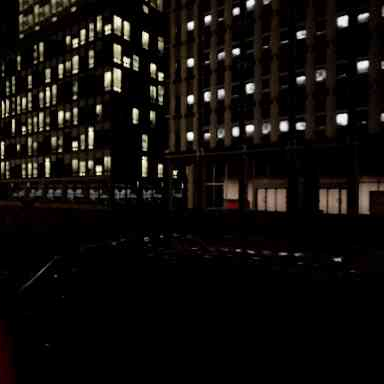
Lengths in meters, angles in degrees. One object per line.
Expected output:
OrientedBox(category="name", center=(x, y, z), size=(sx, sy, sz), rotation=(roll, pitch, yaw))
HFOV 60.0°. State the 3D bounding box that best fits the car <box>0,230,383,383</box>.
OrientedBox(category="car", center=(-0.341, 1.313, 3.110), size=(5.009, 1.841, 2.192), rotation=(0, 0, 36))
